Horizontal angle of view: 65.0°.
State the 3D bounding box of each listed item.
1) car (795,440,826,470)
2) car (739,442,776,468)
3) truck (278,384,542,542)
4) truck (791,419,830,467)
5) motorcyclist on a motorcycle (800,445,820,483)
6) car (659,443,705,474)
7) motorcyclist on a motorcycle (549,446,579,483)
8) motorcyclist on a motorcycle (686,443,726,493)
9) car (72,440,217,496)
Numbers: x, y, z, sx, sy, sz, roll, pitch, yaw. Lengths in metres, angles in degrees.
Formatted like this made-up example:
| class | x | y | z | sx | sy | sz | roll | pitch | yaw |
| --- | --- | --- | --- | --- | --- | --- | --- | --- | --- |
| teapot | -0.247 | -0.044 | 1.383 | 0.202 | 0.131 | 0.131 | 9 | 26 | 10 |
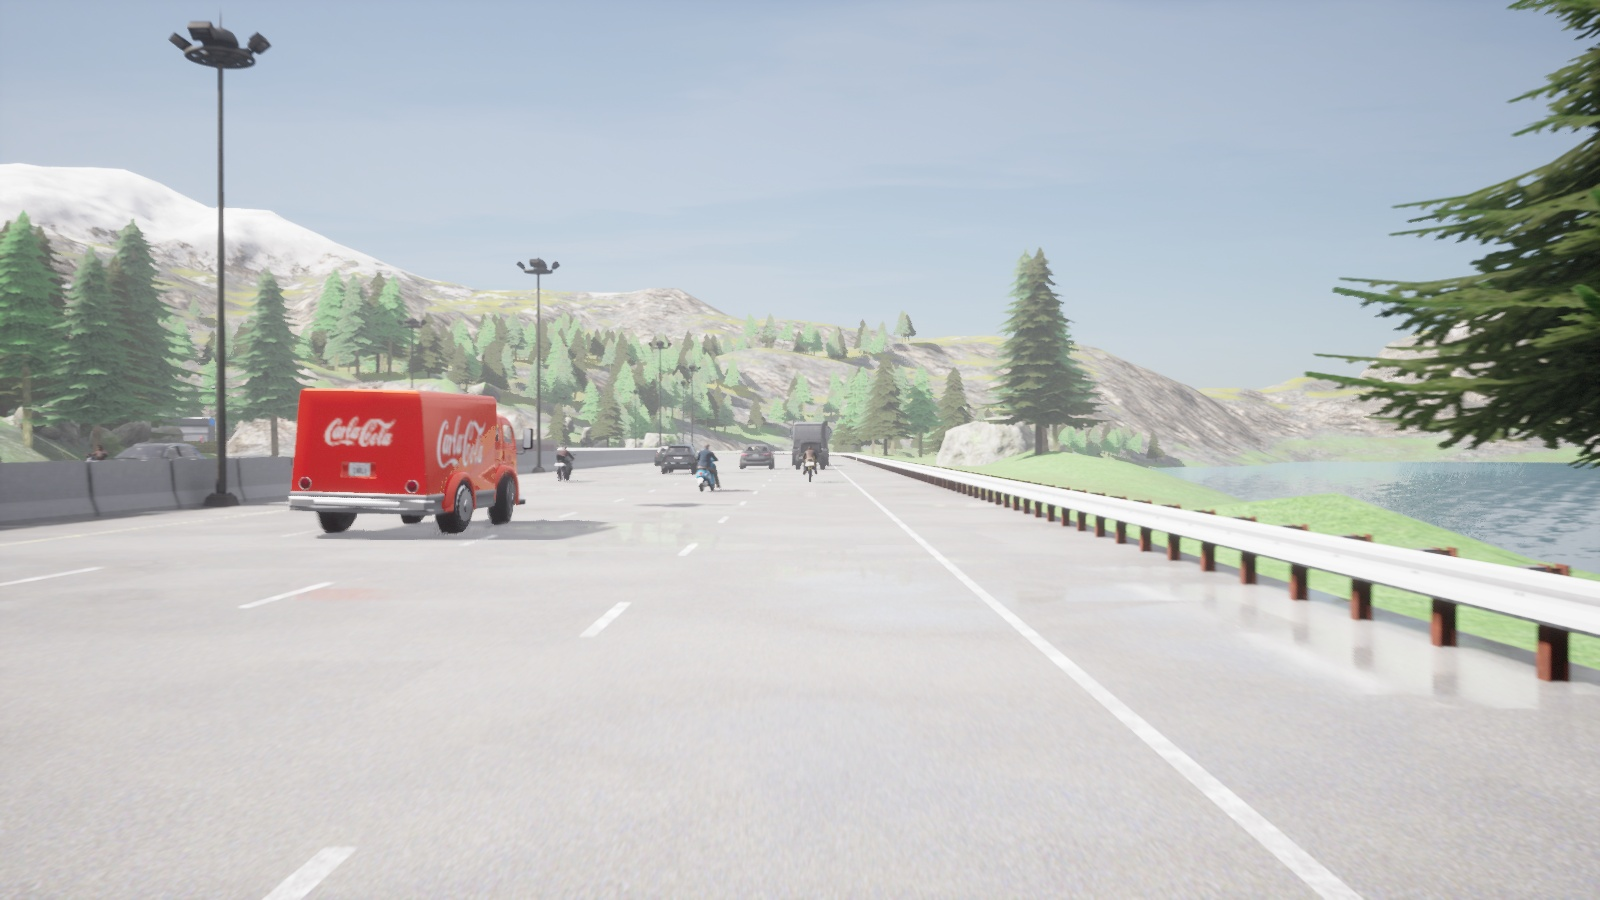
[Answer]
| class | x | y | z | sx | sy | sz | roll | pitch | yaw |
| --- | --- | --- | --- | --- | --- | --- | --- | --- | --- |
| car | 0.666 | 0.295 | 80.837 | 1.905 | 1.878 | 3.866 | 0 | 0 | 0 |
| car | -2.812 | 0.332 | 83.412 | 2.242 | 1.667 | 4.611 | 0 | 0 | 0 |
| truck | -6.818 | 0.186 | 22.773 | 2.627 | 2.467 | 5.204 | 1 | 0 | 7 |
| truck | 0.793 | -0.530 | 95.808 | 2.891 | 3.462 | 7.936 | 0 | 0 | 0 |
| motorcyclist on a motorcycle | 0.422 | 0.568 | 52.268 | 0.797 | 1.523 | 2.044 | 0 | 0 | 0 |
| car | -6.437 | 0.459 | 68.852 | 2.033 | 1.649 | 4.856 | 0 | 0 | 0 |
| motorcyclist on a motorcycle | -10.066 | 0.608 | 53.698 | 0.866 | 1.530 | 2.191 | 0 | 0 | 0 |
| motorcyclist on a motorcycle | -3.071 | 0.571 | 41.211 | 0.866 | 1.590 | 1.817 | 0 | 0 | 11 |
| car | -20.683 | 0.537 | 39.866 | 2.033 | 1.649 | 4.856 | 0 | 0 | 0 |
